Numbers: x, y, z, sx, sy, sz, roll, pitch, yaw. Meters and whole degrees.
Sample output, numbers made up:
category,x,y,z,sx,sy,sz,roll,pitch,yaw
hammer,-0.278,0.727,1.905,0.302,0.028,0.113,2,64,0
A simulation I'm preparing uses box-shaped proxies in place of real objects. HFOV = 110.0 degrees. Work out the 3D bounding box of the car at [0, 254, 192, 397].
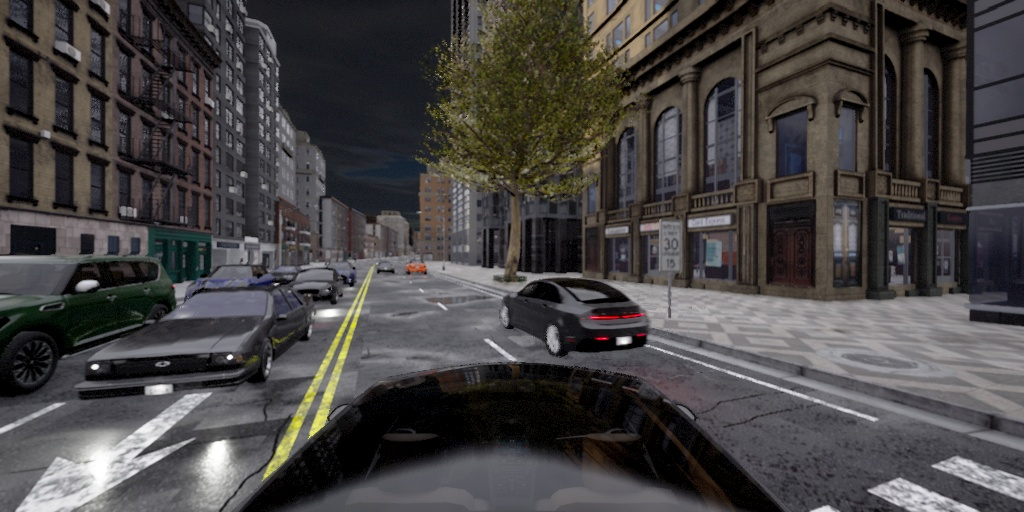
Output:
category,x,y,z,sx,sy,sz,roll,pitch,yaw
car,-8.597,0.986,6.524,2.150,2.045,5.566,0,0,-21

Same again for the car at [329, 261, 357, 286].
category,x,y,z,sx,sy,sz,roll,pitch,yaw
car,-12.144,1.169,25.230,2.097,1.767,4.553,0,0,-20

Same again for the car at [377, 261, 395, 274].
category,x,y,z,sx,sy,sz,roll,pitch,yaw
car,-15.083,1.397,42.803,1.994,1.385,4.181,0,0,-20

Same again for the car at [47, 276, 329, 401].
category,x,y,z,sx,sy,sz,roll,pitch,yaw
car,-5.300,1.316,7.083,2.033,1.411,5.357,0,0,-18

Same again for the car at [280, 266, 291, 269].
category,x,y,z,sx,sy,sz,roll,pitch,yaw
car,-15.354,1.358,24.522,2.033,1.411,5.357,0,0,-21

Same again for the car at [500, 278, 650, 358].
category,x,y,z,sx,sy,sz,roll,pitch,yaw
car,1.185,1.286,8.780,1.837,1.490,4.892,0,0,-21

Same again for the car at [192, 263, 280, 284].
category,x,y,z,sx,sy,sz,roll,pitch,yaw
car,-12.013,1.144,15.612,2.097,1.767,4.553,0,0,-21

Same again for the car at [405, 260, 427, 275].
category,x,y,z,sx,sy,sz,roll,pitch,yaw
car,-11.144,1.192,41.512,2.097,1.767,4.553,0,0,-20

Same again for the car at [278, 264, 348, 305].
category,x,y,z,sx,sy,sz,roll,pitch,yaw
car,-8.757,1.303,16.190,1.837,1.490,4.892,0,0,-21
